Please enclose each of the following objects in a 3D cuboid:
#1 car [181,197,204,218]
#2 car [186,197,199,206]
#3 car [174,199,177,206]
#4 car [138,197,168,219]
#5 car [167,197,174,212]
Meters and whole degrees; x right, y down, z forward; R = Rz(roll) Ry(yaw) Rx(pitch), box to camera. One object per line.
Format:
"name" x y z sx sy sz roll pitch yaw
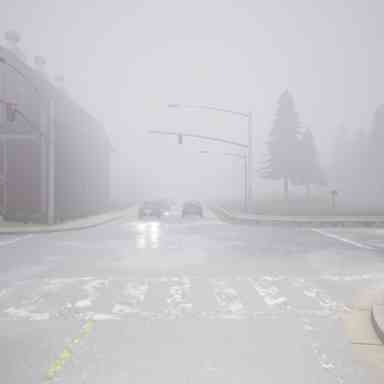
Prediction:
"car" 0.024 1.492 30.452 2.128 1.511 4.902 0 0 0
"car" 0.044 1.547 55.918 2.033 1.411 5.357 0 0 0
"car" -3.541 1.526 53.295 1.812 1.442 4.674 0 0 0
"car" -3.577 1.492 29.636 2.128 1.511 4.902 0 0 0
"car" -3.567 1.504 39.800 1.837 1.490 4.892 0 0 0
